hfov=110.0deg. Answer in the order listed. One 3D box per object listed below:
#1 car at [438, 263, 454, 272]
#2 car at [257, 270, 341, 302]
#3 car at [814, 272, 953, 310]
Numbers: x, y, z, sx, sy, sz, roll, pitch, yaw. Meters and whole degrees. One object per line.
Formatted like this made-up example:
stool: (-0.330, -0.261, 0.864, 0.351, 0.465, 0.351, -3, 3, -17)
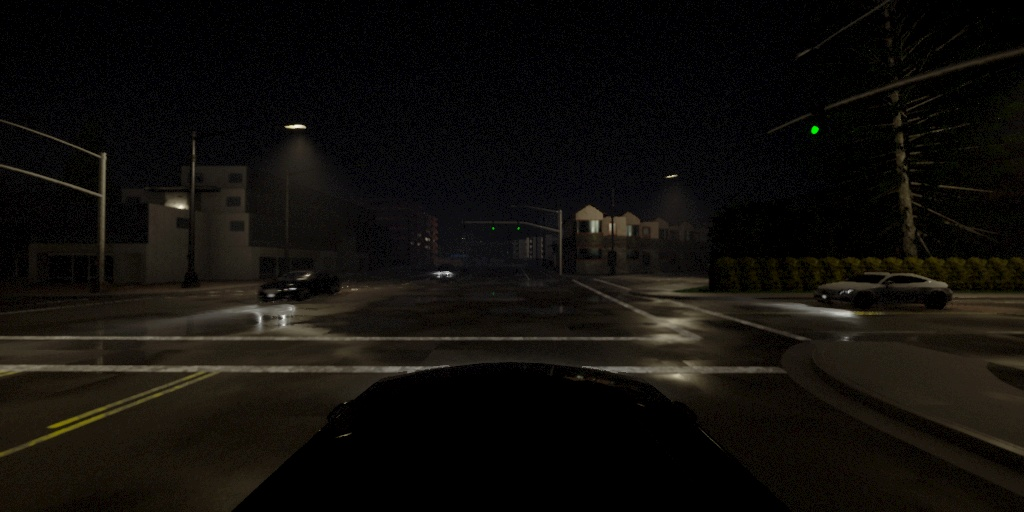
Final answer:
car: (-10.480, 1.745, 56.826, 1.895, 1.301, 4.718, 0, 1, 0)
car: (-10.502, 1.475, 18.090, 2.128, 1.511, 4.902, 0, 0, 0)
car: (15.296, 1.399, 14.876, 4.674, 1.442, 1.812, 0, -1, 0)
